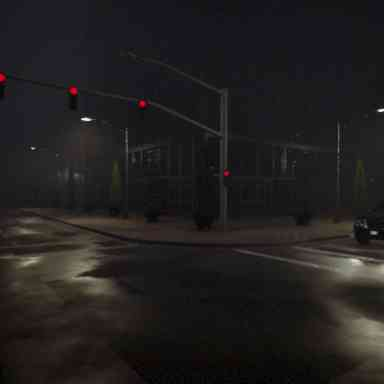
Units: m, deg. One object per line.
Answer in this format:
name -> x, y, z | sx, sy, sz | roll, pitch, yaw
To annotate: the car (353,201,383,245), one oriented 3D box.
car -> 9.671, 1.331, 15.168 | 5.566, 2.045, 2.150 | 1, 0, -36
